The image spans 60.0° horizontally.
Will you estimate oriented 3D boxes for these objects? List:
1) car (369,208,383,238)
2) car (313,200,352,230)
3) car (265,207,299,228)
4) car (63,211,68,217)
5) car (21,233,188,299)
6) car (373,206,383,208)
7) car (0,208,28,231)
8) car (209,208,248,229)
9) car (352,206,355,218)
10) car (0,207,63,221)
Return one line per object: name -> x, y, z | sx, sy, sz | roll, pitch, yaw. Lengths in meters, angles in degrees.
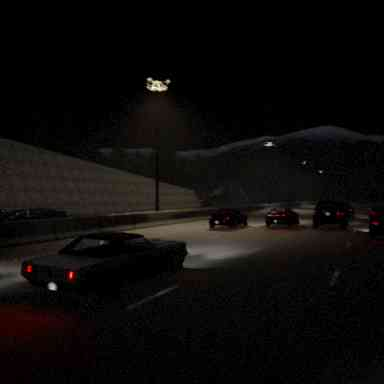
car -> 11.539, 1.890, 19.545 | 1.994, 1.385, 4.181 | -1, -1, 28
car -> 10.611, 1.653, 25.262 | 2.150, 2.045, 5.566 | -1, -1, 28
car -> 7.205, 1.951, 26.300 | 2.128, 1.511, 4.902 | -1, -1, 28
car -> -14.247, 2.149, 31.115 | 2.033, 1.411, 5.357 | -1, -1, 28
car -> -1.947, 1.775, 9.109 | 1.895, 1.301, 4.718 | -1, -1, 28
car -> 19.046, 2.126, 33.645 | 1.994, 1.385, 4.181 | -1, -1, 28
car -> -14.439, 1.953, 23.309 | 2.128, 1.511, 4.902 | -1, -1, 28
car -> 2.849, 1.983, 25.564 | 1.812, 1.442, 4.674 | -1, -1, 28
car -> 17.527, 1.999, 38.243 | 2.097, 1.767, 4.553 | -1, -1, 28
car -> -11.349, 1.915, 21.663 | 2.128, 1.511, 4.902 | -1, -1, 28
